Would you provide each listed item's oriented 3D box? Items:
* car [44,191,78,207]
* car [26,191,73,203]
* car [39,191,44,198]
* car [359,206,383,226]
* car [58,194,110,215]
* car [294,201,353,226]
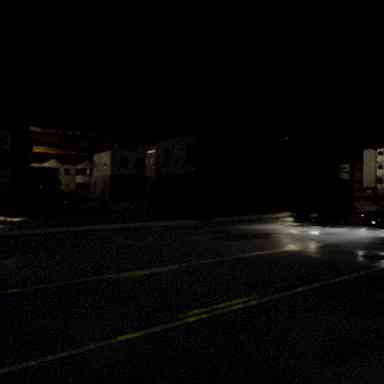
[{"bbox_3d":[-13.097,0.812,36.393,5.027,1.636,2.152,1,-1,-35],"label":"car"},{"bbox_3d":[-18.811,0.651,43.985,5.357,1.415,2.033,1,0,-35],"label":"car"},{"bbox_3d":[-17.161,0.660,41.477,3.988,1.617,1.851,0,0,-35],"label":"car"},{"bbox_3d":[12.989,1.554,21.771,4.718,1.301,1.895,0,0,-35],"label":"car"},{"bbox_3d":[-9.271,1.164,29.176,3.806,1.475,1.970,0,0,-35],"label":"car"},{"bbox_3d":[9.305,1.437,23.465,5.008,1.535,1.882,0,0,-35],"label":"car"}]
